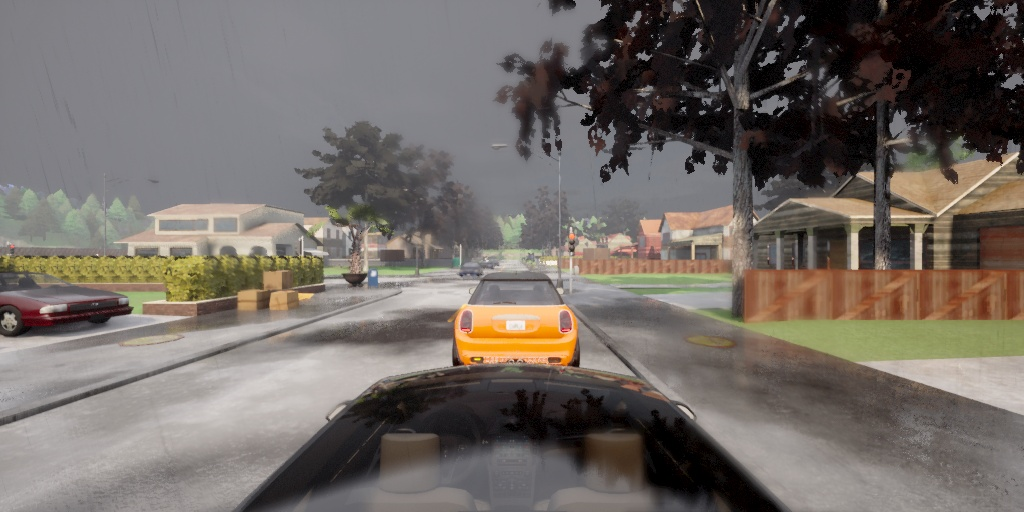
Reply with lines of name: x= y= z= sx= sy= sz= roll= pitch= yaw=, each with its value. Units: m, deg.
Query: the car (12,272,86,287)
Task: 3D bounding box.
car: x=-33.461 y=1.314 z=26.619 sx=4.181 sy=1.385 sz=1.994 roll=0 pitch=0 yaw=1

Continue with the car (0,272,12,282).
car: x=-44.126 y=1.102 z=30.816 sx=4.553 sy=1.767 sz=2.097 roll=0 pitch=0 yaw=1

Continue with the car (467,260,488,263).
car: x=-3.822 y=1.297 z=34.393 sx=2.033 sy=1.411 sz=5.357 roll=0 pitch=0 yaw=1

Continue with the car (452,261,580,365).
car: x=0.097 y=1.102 z=7.738 sx=2.097 sy=1.767 sz=4.553 roll=0 pitch=0 yaw=1

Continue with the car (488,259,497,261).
car: x=-3.671 y=1.314 z=51.326 sx=1.994 sy=1.385 sz=4.181 roll=0 pitch=0 yaw=1
